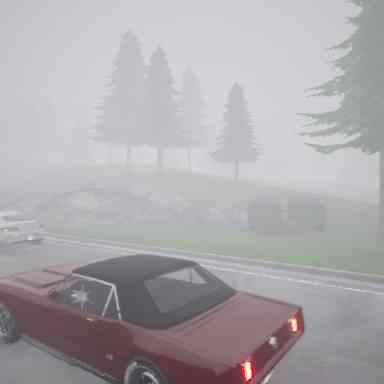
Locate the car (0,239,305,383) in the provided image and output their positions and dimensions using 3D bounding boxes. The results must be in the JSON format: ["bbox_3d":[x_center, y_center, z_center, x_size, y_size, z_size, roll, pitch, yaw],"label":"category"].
[{"bbox_3d":[-1.030,1.600,4.729,4.718,1.301,1.895,0,0,35],"label":"car"}]

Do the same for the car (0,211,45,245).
[{"bbox_3d":[-8.054,1.523,14.034,4.674,1.442,1.812,0,0,36],"label":"car"}]
